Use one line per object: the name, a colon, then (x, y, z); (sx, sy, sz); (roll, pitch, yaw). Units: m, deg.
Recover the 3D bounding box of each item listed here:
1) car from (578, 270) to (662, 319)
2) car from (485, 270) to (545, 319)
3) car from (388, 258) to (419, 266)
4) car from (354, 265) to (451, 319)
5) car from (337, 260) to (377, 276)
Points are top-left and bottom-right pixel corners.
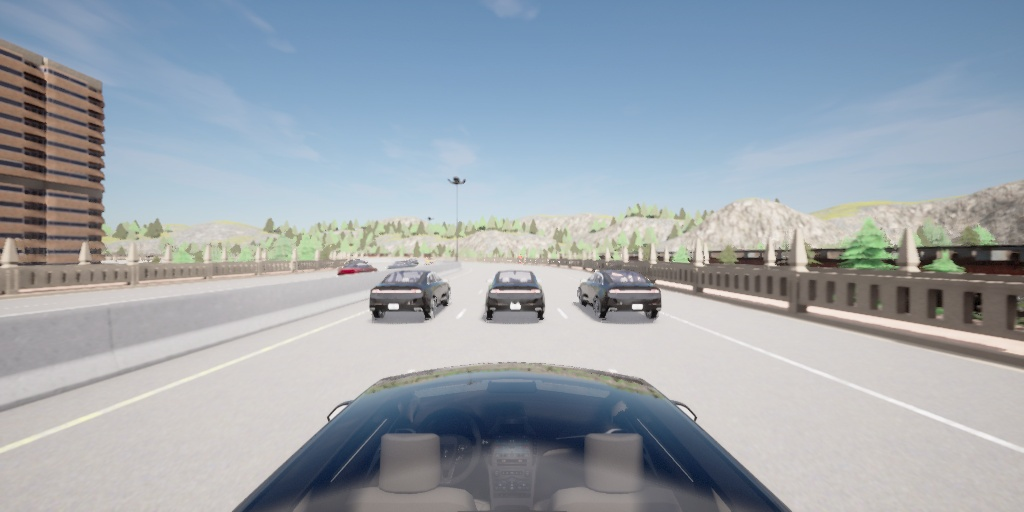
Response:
car: (3.600, 1.237, 12.705); (2.128, 1.511, 4.902); (0, 0, 0)
car: (0.102, 1.237, 12.711); (2.128, 1.511, 4.902); (0, 0, 0)
car: (-10.623, 1.222, 34.380); (2.128, 1.511, 4.902); (0, 0, 0)
car: (-3.399, 1.237, 12.720); (2.128, 1.511, 4.902); (0, 0, 0)
car: (-14.104, 1.332, 32.931); (1.895, 1.301, 4.718); (0, 0, 0)
